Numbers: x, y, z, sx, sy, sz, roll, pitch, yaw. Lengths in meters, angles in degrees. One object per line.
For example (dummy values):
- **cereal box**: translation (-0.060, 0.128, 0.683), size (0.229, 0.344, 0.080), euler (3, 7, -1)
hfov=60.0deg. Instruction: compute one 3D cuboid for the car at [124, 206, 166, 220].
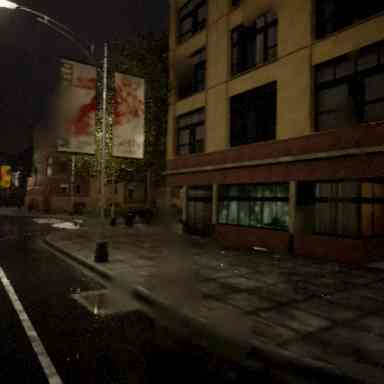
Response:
- **car**: translation (-5.133, 2.347, 37.432), size (5.008, 1.535, 1.882), euler (2, -2, -35)
